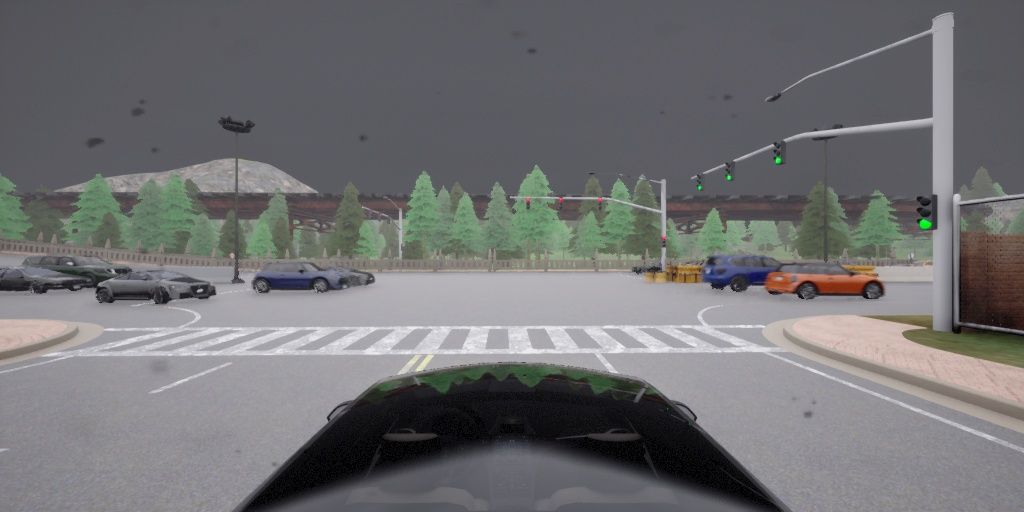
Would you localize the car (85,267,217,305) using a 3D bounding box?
[{"bbox_3d":[-15.402,1.314,15.623,4.181,1.385,1.994,0,0,6],"label":"car"}]

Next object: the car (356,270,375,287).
[{"bbox_3d":[-11.160,1.315,23.225,4.181,1.385,1.994,0,0,-2],"label":"car"}]

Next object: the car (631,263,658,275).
[{"bbox_3d":[15.287,1.351,38.261,4.718,1.301,1.895,0,0,-2],"label":"car"}]

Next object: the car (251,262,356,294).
[{"bbox_3d":[-11.480,1.101,19.712,4.553,1.767,2.097,0,0,-2],"label":"car"}]

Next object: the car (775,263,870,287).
[{"bbox_3d":[20.865,1.256,24.229,4.892,1.490,1.837,0,0,-2],"label":"car"}]

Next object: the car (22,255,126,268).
[{"bbox_3d":[-27.518,0.955,22.714,5.566,2.045,2.150,0,0,-2],"label":"car"}]

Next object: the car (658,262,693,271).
[{"bbox_3d":[15.873,1.228,31.276,5.008,1.535,1.882,0,0,-2],"label":"car"}]

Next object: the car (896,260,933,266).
[{"bbox_3d":[34.808,1.314,31.865,4.181,1.385,1.994,0,0,-2],"label":"car"}]

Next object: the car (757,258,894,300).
[{"bbox_3d":[14.755,1.101,17.036,4.553,1.767,2.097,0,0,-2],"label":"car"}]

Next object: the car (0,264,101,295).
[{"bbox_3d":[-26.125,1.289,19.254,5.357,1.411,2.033,0,0,-2],"label":"car"}]

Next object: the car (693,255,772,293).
[{"bbox_3d":[13.825,0.973,20.507,5.566,2.045,2.150,0,0,-2],"label":"car"}]
